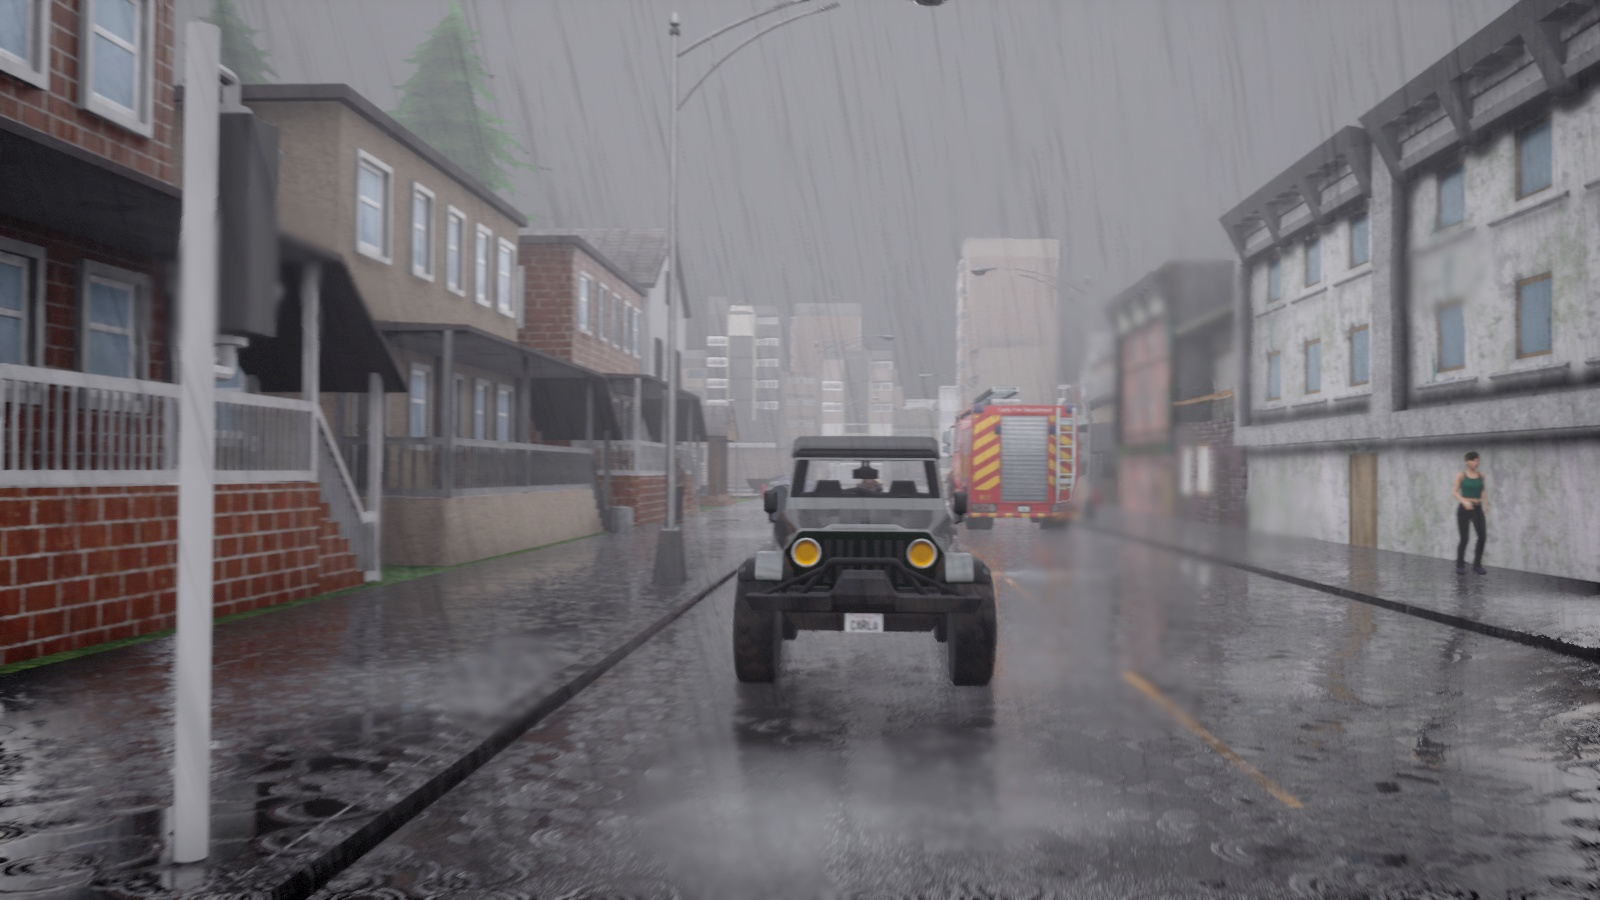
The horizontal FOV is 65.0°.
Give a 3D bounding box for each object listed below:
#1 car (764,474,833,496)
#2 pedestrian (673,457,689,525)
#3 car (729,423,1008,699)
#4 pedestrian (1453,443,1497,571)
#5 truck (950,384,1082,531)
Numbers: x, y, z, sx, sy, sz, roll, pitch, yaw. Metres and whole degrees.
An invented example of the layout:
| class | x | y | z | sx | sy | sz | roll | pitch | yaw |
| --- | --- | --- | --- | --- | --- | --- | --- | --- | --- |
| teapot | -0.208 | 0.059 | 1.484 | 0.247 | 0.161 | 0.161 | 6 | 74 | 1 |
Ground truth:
| class | x | y | z | sx | sy | sz | roll | pitch | yaw |
| --- | --- | --- | --- | --- | --- | --- | --- | --- | --- |
| car | -0.100 | 2.231 | 80.462 | 4.181 | 1.385 | 1.994 | 0 | -1 | 8 |
| pedestrian | -3.238 | 1.105 | 34.264 | 0.331 | 1.846 | 0.634 | 0 | -1 | 4 |
| car | 0.574 | 0.787 | 10.542 | 1.905 | 1.878 | 3.866 | 0 | -1 | 3 |
| pedestrian | 9.857 | 0.820 | 18.352 | 0.345 | 1.836 | 0.594 | 0 | -1 | 6 |
| truck | 6.149 | 0.264 | 37.009 | 2.891 | 3.827 | 8.468 | 0 | -1 | 3 |
